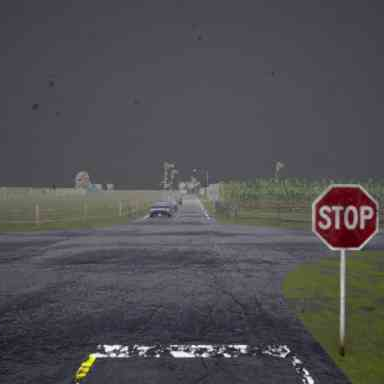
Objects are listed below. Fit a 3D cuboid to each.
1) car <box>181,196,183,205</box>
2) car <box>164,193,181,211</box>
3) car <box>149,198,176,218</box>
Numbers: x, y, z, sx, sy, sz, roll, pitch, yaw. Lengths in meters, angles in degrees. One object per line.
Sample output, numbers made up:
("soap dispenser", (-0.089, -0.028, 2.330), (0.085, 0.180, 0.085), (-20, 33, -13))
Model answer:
("car", (-2.758, 1.180, 56.118), (2.150, 2.045, 5.566), (0, 0, 0))
("car", (-2.791, 1.328, 40.928), (2.097, 1.767, 4.553), (0, 0, 0))
("car", (-2.775, 1.532, 30.627), (2.033, 1.411, 5.357), (0, 0, -1))
